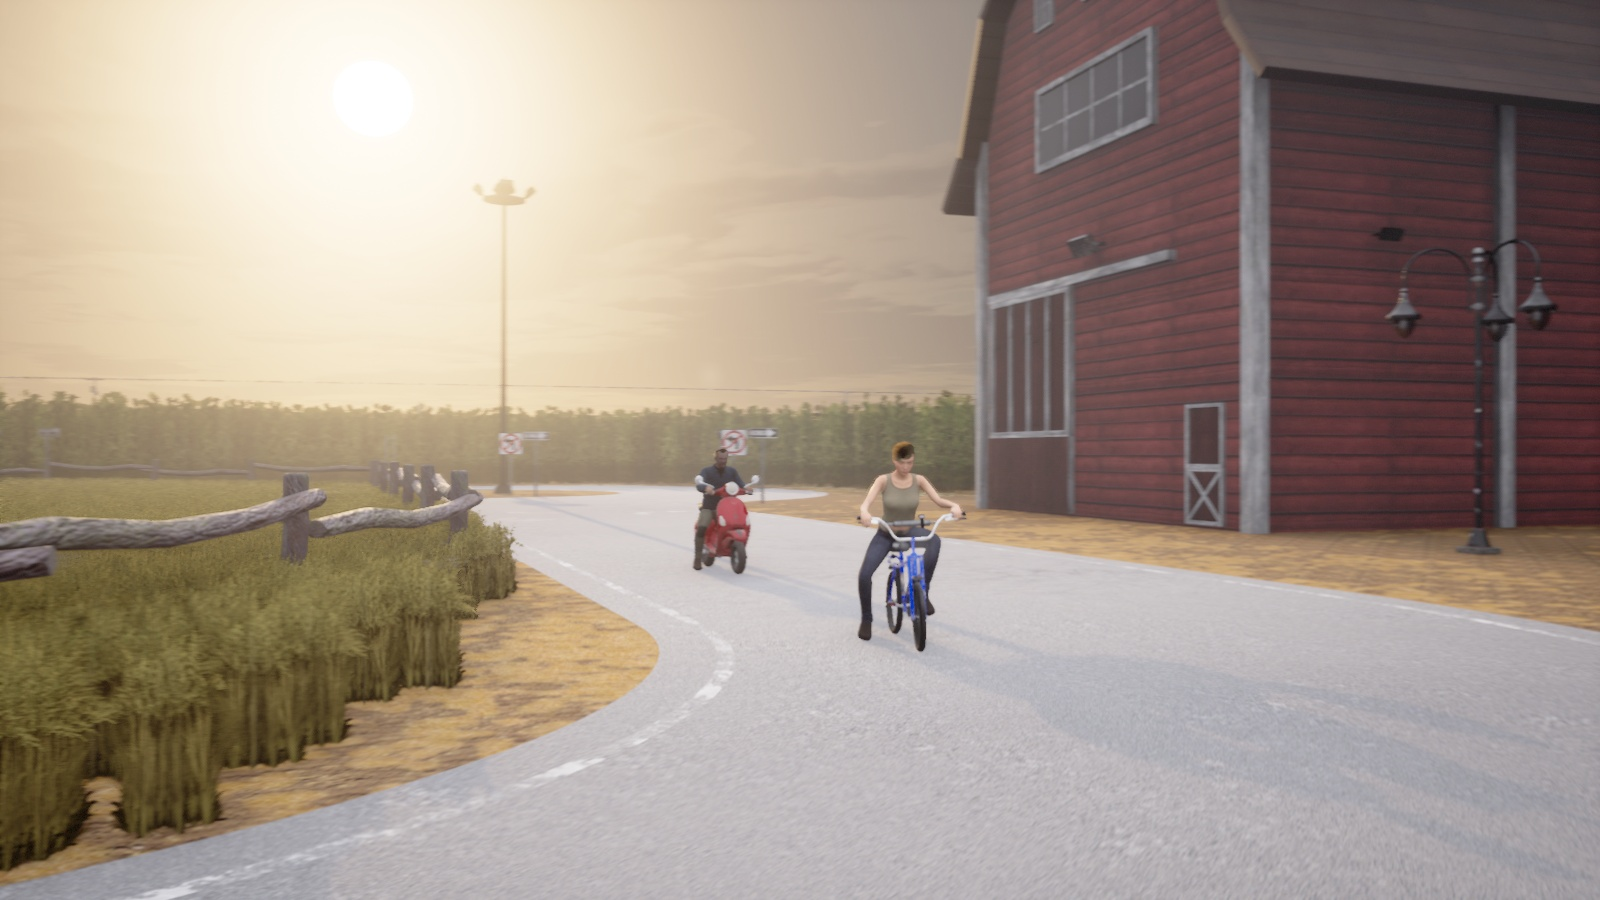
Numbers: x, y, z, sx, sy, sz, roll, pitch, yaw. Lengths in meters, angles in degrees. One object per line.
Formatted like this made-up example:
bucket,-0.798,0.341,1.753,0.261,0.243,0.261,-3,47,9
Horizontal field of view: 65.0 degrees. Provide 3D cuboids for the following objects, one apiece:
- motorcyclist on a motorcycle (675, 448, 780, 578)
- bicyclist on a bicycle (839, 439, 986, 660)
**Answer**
motorcyclist on a motorcycle,-0.968,0.776,16.277,0.866,1.590,1.817,0,-1,-20
bicyclist on a bicycle,0.855,0.731,9.990,0.866,1.612,1.509,0,0,-7
